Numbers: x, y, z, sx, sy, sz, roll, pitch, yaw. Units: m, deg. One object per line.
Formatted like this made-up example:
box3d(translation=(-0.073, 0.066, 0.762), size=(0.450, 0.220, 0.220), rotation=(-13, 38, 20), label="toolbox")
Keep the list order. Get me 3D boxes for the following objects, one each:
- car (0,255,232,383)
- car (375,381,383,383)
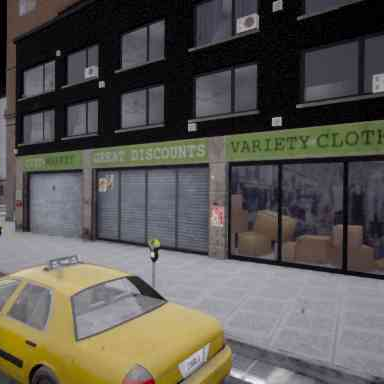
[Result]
box3d(translation=(-1.855, 1.524, 4.416), size=(4.829, 1.417, 1.752), rotation=(0, 1, 36), label="car")
box3d(translation=(2.829, 1.551, 1.071), size=(4.403, 1.369, 2.008), rotation=(0, 1, 36), label="car")
